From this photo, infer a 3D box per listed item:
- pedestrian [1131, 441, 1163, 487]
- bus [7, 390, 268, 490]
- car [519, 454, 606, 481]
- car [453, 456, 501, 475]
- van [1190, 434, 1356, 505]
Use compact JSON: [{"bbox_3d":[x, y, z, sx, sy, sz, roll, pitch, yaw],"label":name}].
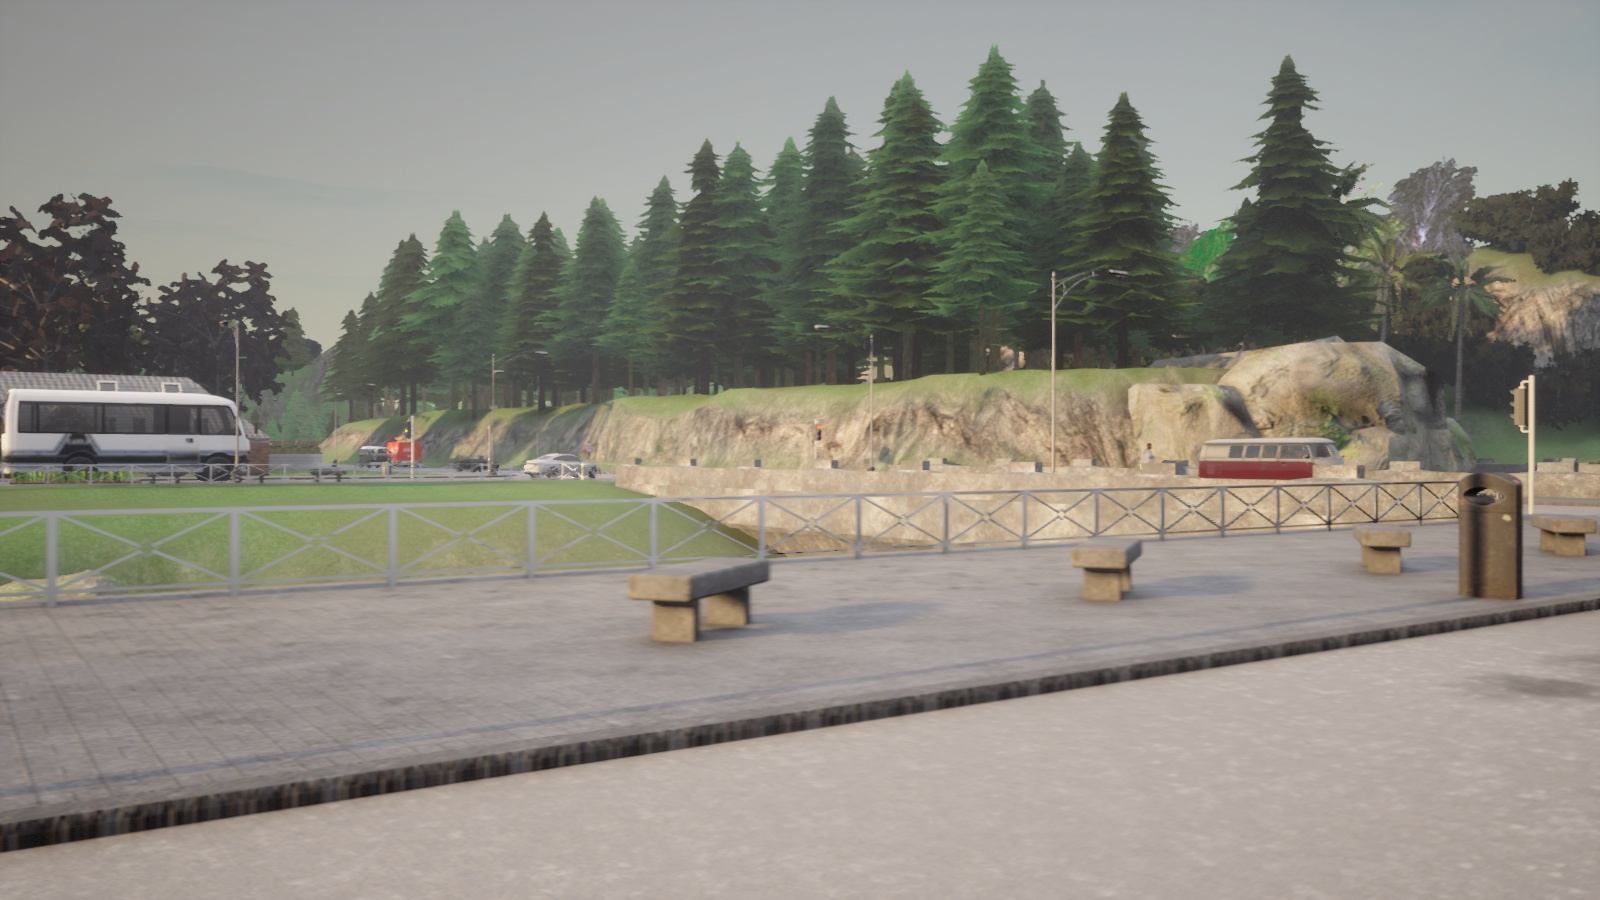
[{"bbox_3d":[14.153,0.550,51.272,0.874,1.855,0.900,0,0,-34],"label":"pedestrian"},{"bbox_3d":[-30.525,-0.424,58.141,10.273,4.253,3.944,0,0,-35],"label":"bus"},{"bbox_3d":[-13.351,0.972,70.854,1.812,1.442,4.674,0,0,43],"label":"car"},{"bbox_3d":[-23.723,1.121,92.022,1.895,1.301,4.718,0,0,-35],"label":"car"},{"bbox_3d":[14.093,0.560,37.650,1.775,1.987,4.442,0,0,-35],"label":"van"}]
